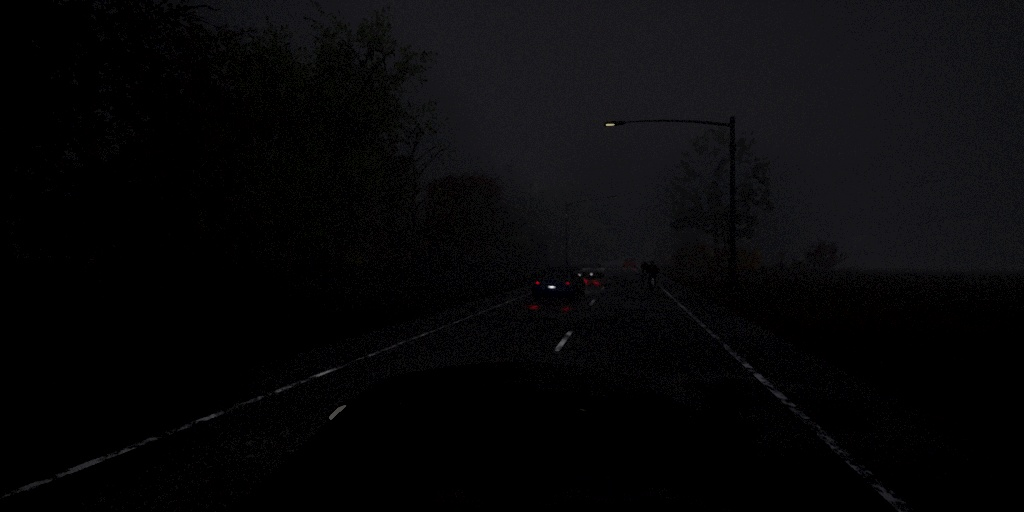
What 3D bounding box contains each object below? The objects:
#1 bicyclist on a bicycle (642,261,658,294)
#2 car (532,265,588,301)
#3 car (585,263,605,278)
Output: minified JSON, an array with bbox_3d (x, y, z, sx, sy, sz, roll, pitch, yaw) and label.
[{"bbox_3d":[7.624,1.124,19.531,0.659,1.776,1.843,0,0,18],"label":"bicyclist on a bicycle"},{"bbox_3d":[2.341,1.316,17.354,1.994,1.385,4.181,0,0,18],"label":"car"},{"bbox_3d":[7.943,1.357,34.836,1.895,1.301,4.718,0,0,18],"label":"car"}]
